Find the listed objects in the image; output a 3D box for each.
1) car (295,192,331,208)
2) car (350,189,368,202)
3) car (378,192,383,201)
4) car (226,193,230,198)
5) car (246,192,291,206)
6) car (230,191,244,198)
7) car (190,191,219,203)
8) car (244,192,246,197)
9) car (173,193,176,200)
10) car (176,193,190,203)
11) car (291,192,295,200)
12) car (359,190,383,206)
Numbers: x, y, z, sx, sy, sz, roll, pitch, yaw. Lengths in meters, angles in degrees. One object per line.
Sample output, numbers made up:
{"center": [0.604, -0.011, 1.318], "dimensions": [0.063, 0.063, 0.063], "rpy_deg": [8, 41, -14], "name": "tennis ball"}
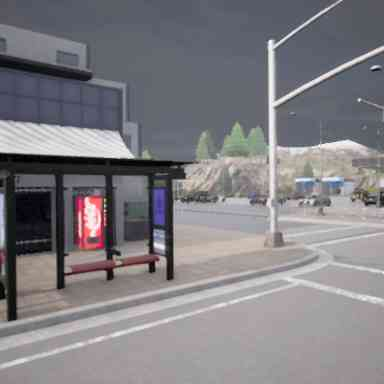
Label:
{"center": [13.744, 0.936, 37.098], "dimensions": [3.806, 1.475, 1.970], "rpy_deg": [-1, 1, -36], "name": "car"}
{"center": [25.690, 0.546, 49.706], "dimensions": [4.605, 1.855, 1.932], "rpy_deg": [-1, 1, -36], "name": "car"}
{"center": [32.559, 0.682, 54.682], "dimensions": [3.806, 1.475, 1.970], "rpy_deg": [-1, 1, -36], "name": "car"}
{"center": [10.673, 0.664, 85.002], "dimensions": [4.514, 1.523, 2.007], "rpy_deg": [-1, 1, -36], "name": "car"}
{"center": [9.739, 0.862, 42.122], "dimensions": [5.027, 1.636, 2.152], "rpy_deg": [-1, 1, -36], "name": "car"}
{"center": [12.544, 0.654, 82.484], "dimensions": [5.027, 1.636, 2.152], "rpy_deg": [-1, 1, -36], "name": "car"}
{"center": [2.279, 0.786, 52.517], "dimensions": [3.866, 1.878, 1.905], "rpy_deg": [-1, 1, -36], "name": "car"}
{"center": [13.217, 0.757, 68.386], "dimensions": [3.633, 1.501, 1.845], "rpy_deg": [-1, 1, -36], "name": "car"}
{"center": [-2.704, 0.987, 71.723], "dimensions": [3.806, 1.475, 1.970], "rpy_deg": [-1, 1, -36], "name": "car"}
{"center": [0.250, 0.813, 54.637], "dimensions": [4.605, 1.855, 1.932], "rpy_deg": [-1, 1, -36], "name": "car"}
{"center": [19.008, 0.736, 60.243], "dimensions": [4.514, 1.523, 2.007], "rpy_deg": [-1, 1, -36], "name": "car"}
{"center": [21.607, 0.896, 38.232], "dimensions": [4.514, 1.523, 2.007], "rpy_deg": [-1, 1, -36], "name": "car"}
